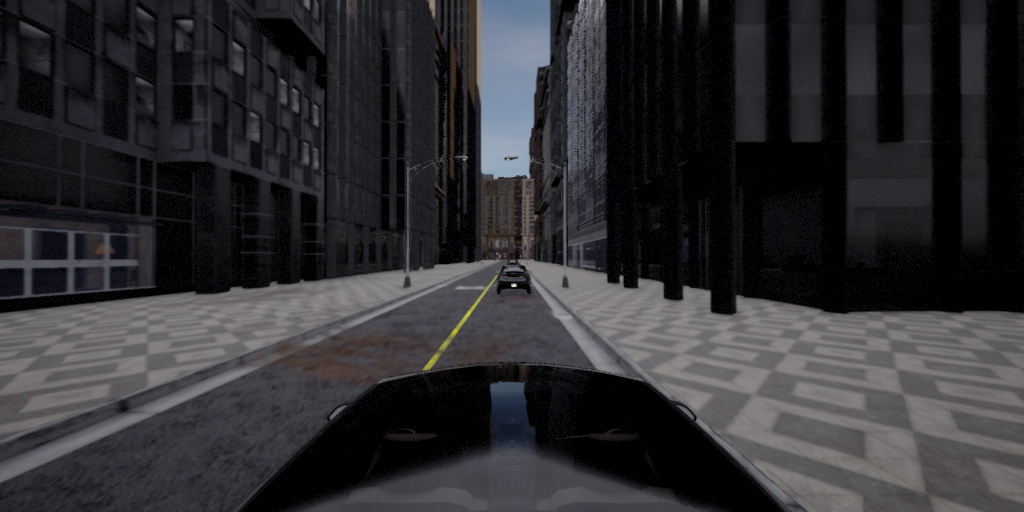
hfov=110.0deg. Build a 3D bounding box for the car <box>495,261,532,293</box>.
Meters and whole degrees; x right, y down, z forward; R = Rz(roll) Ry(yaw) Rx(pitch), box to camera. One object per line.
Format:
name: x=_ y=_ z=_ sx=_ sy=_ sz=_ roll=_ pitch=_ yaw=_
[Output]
car: x=0.100 y=1.249 z=20.758 sx=1.837 sy=1.490 sz=4.892 roll=0 pitch=0 yaw=0
